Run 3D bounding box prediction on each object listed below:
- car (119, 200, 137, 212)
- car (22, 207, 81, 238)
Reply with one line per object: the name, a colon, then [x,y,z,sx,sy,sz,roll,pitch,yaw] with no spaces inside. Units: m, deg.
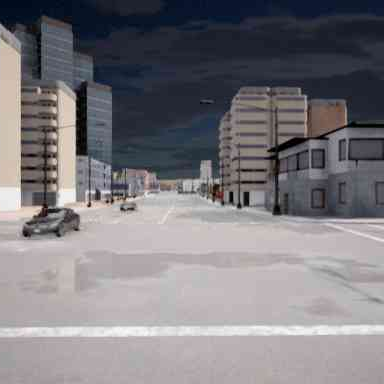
car: [-8.404,1.878,44.198,2.128,1.511,4.902,0,-1,-2]
car: [-7.388,1.578,18.035,1.812,1.442,4.674,0,0,-2]
